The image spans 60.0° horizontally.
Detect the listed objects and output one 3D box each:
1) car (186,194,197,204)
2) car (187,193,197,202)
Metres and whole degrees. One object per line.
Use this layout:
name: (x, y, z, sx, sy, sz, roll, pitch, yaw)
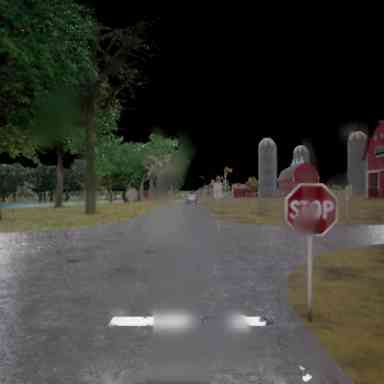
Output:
car: (-0.023, 1.363, 61.750, 2.128, 1.511, 4.902, 0, 0, 0)
car: (-0.027, 1.137, 72.143, 2.097, 1.767, 4.553, 0, 0, 0)
